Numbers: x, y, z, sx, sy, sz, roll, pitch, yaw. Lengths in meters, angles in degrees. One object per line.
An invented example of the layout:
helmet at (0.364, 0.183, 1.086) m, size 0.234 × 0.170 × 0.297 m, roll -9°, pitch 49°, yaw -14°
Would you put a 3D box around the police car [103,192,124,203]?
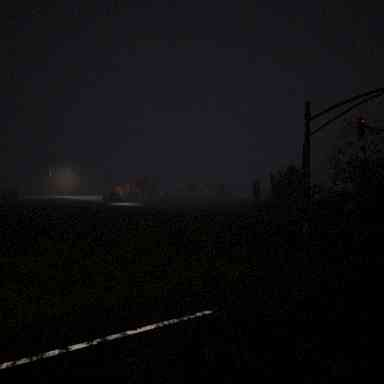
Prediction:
police car at (-11.753, 0.821, 49.829) m, size 2.038 × 1.542 × 4.974 m, roll 1°, pitch 0°, yaw -32°
